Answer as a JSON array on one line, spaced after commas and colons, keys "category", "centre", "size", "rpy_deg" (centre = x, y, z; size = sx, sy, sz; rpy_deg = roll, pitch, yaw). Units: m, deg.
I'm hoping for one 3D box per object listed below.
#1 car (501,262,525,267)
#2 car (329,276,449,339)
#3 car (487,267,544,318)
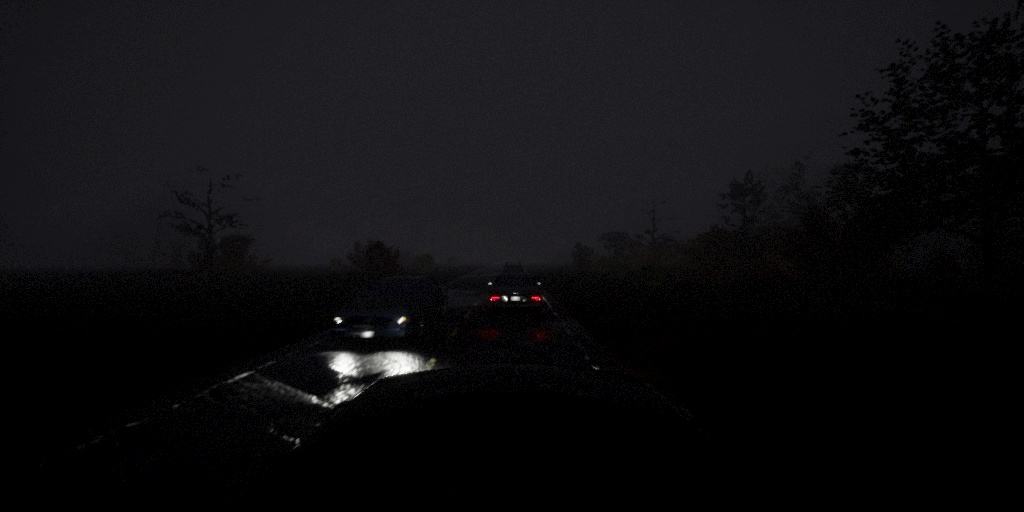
[{"category": "car", "centre": [0.107, 1.240, 31.626], "size": [2.128, 1.511, 4.902], "rpy_deg": [0, 0, 0]}, {"category": "car", "centre": [-3.089, 1.296, 10.331], "size": [2.033, 1.411, 5.357], "rpy_deg": [0, 0, 0]}, {"category": "car", "centre": [0.102, 1.297, 13.018], "size": [2.033, 1.411, 5.357], "rpy_deg": [0, 0, 0]}]
